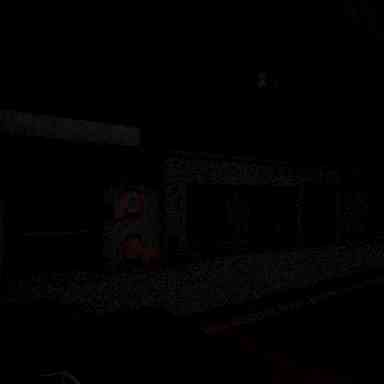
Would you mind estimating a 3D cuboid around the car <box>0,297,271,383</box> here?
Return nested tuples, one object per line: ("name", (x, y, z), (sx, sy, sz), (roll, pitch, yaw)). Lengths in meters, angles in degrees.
("car", (-1.745, 1.598, 2.133), (4.718, 1.301, 1.895), (1, 0, -36))
